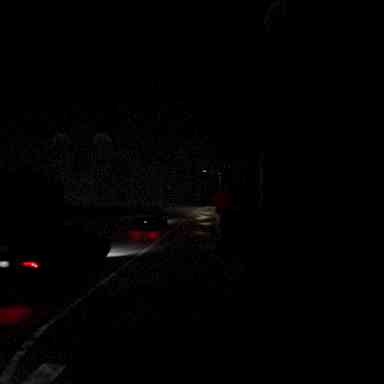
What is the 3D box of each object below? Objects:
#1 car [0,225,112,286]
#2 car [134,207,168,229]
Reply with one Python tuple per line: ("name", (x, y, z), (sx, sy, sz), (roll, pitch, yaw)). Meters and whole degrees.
("car", (-4.039, 1.701, 9.926), (2.033, 1.411, 5.357), (0, -1, 4))
("car", (-3.015, 1.890, 25.200), (2.128, 1.511, 4.902), (0, -1, 4))
